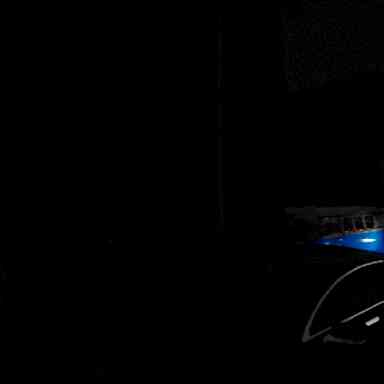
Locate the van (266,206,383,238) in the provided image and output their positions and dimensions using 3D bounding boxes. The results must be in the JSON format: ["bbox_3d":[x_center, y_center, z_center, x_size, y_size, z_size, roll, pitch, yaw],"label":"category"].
[{"bbox_3d":[3.685,1.283,8.839,3.998,1.788,1.690,-1,0,-35],"label":"van"}]

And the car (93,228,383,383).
[{"bbox_3d":[1.312,1.481,4.006,4.892,1.490,1.837,-1,0,-35],"label":"car"}]
